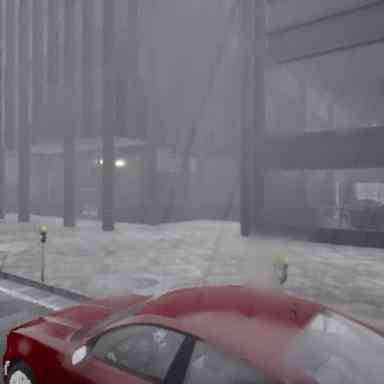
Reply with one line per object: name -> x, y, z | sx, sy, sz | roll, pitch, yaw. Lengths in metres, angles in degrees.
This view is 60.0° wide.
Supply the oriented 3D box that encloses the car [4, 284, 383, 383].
car -> 0.099, 1.536, 2.891 | 4.507, 1.381, 1.887 | 0, 0, 36
